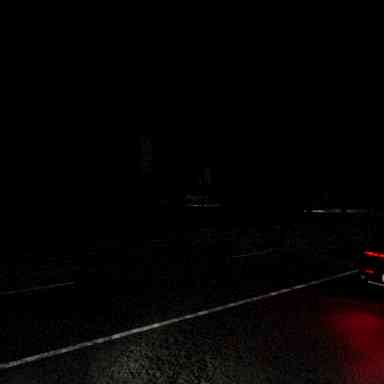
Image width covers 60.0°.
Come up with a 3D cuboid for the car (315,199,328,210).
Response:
[{"bbox_3d":[13.429,1.228,39.150,1.882,1.535,5.008,-1,0,-39],"label":"car"}]

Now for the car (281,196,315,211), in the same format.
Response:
[{"bbox_3d":[10.898,1.345,36.713,1.994,1.385,4.181,-1,0,-39],"label":"car"}]

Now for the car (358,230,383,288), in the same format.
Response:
[{"bbox_3d":[5.872,1.466,7.935,4.892,1.490,1.837,0,0,-35],"label":"car"}]

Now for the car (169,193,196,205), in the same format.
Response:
[{"bbox_3d":[-1.830,1.355,52.589,1.994,1.385,4.181,-1,0,-39],"label":"car"}]

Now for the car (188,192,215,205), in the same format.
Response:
[{"bbox_3d":[1.309,0.982,54.258,2.150,2.045,5.566,-1,0,-39],"label":"car"}]
